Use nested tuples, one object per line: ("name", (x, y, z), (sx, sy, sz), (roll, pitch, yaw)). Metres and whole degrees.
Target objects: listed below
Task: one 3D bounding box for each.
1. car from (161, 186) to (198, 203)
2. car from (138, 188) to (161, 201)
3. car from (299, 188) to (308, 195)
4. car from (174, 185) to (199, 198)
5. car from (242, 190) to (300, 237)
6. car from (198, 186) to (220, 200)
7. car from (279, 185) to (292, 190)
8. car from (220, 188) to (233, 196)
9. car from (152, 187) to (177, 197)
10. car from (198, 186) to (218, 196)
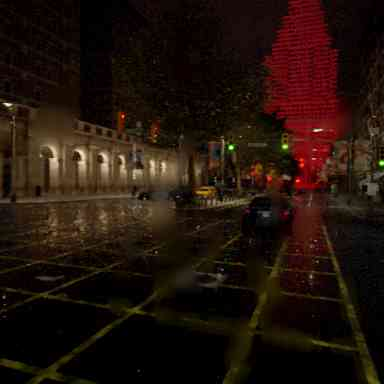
("car", (-1.296, 0.379, 36.031), (1.812, 1.442, 4.674), (2, 2, 20))
("car", (-4.186, 0.267, 38.309), (2.033, 1.411, 5.357), (2, 2, 20))
("car", (22.981, -0.077, 69.116), (2.033, 1.411, 5.357), (2, 2, 20))
("car", (-0.672, -0.140, 47.783), (2.097, 1.767, 4.553), (2, 2, 20))
("car", (3.775, 0.941, 15.704), (2.097, 1.767, 4.553), (2, 2, 20))
("car", (1.867, 0.139, 44.612), (1.882, 1.535, 5.008), (2, 2, 20))
("car", (19.778, -0.506, 70.517), (2.150, 2.045, 5.566), (2, 2, 20))
("car", (5.249, 0.017, 53.887), (1.994, 1.385, 4.181), (2, 2, 20))
("car", (-3.943, 0.013, 48.311), (1.895, 1.301, 4.718), (2, 2, 20))
("car", (2.862, -0.221, 57.566), (2.128, 1.511, 4.902), (2, 2, 20))
